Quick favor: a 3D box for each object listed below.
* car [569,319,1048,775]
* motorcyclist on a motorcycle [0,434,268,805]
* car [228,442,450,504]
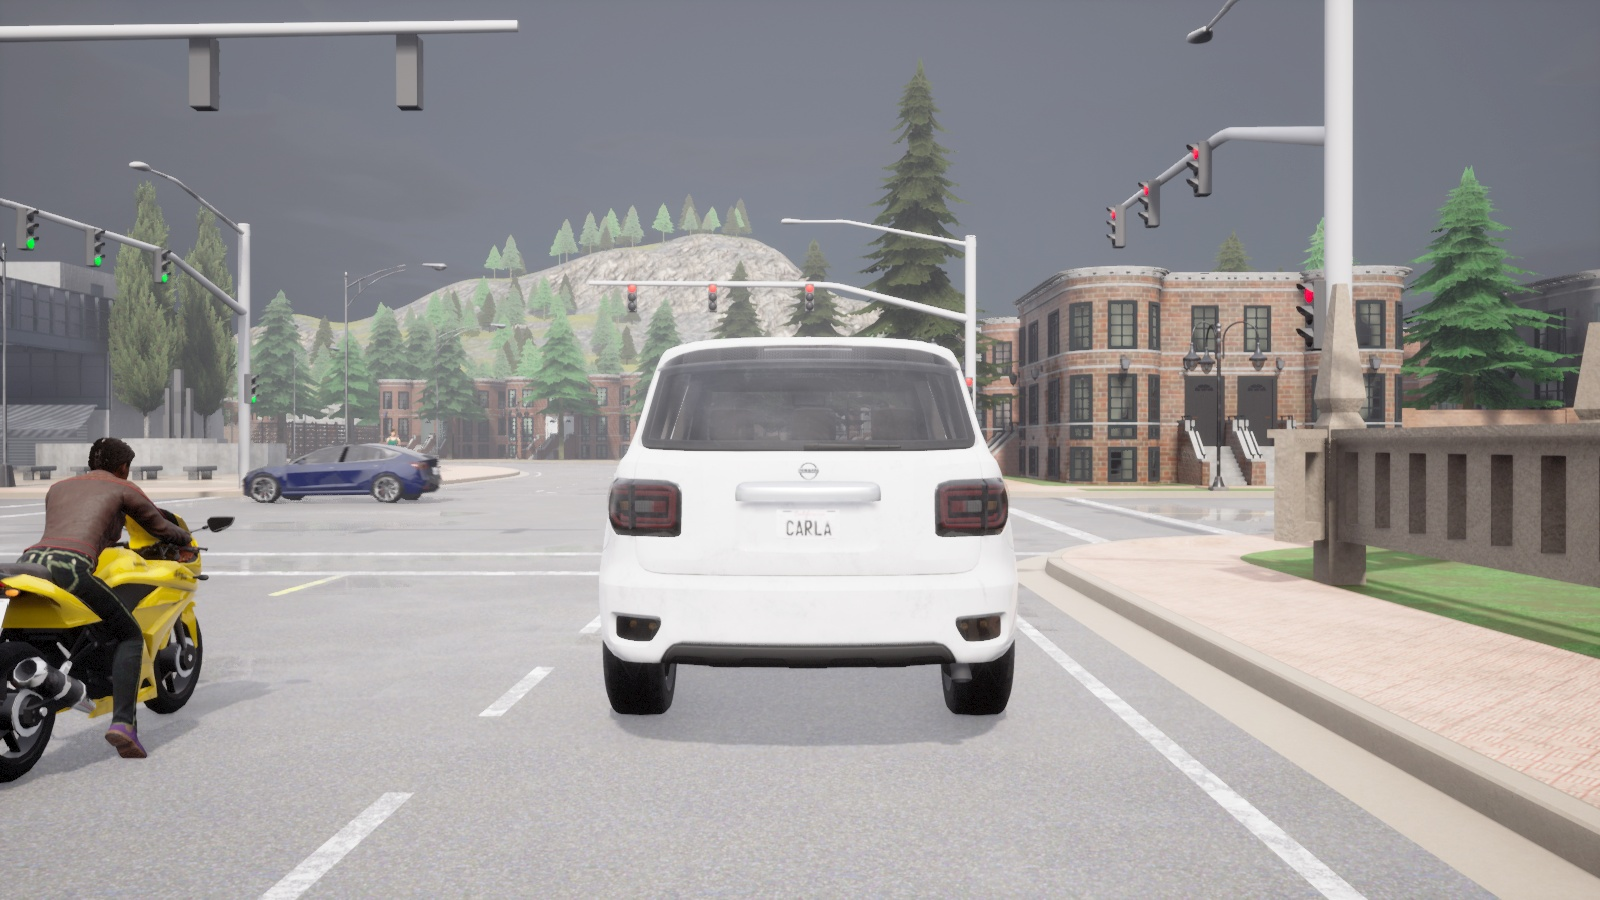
[{"bbox_3d":[0.058,0.417,8.420,2.150,2.045,5.566,0,0,0],"label":"car"},{"bbox_3d":[-3.453,0.690,6.177,0.797,1.523,2.044,0,0,0],"label":"motorcyclist on a motorcycle"},{"bbox_3d":[-11.533,0.554,31.672,4.792,1.488,2.163,0,0,0],"label":"car"}]
